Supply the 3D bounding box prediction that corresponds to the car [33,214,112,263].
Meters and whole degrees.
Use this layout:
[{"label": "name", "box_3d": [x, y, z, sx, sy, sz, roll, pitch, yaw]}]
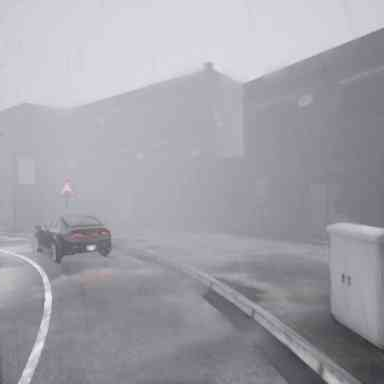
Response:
[{"label": "car", "box_3d": [-4.631, 1.616, 12.599, 1.837, 1.490, 4.892, 0, -2, -36]}]
